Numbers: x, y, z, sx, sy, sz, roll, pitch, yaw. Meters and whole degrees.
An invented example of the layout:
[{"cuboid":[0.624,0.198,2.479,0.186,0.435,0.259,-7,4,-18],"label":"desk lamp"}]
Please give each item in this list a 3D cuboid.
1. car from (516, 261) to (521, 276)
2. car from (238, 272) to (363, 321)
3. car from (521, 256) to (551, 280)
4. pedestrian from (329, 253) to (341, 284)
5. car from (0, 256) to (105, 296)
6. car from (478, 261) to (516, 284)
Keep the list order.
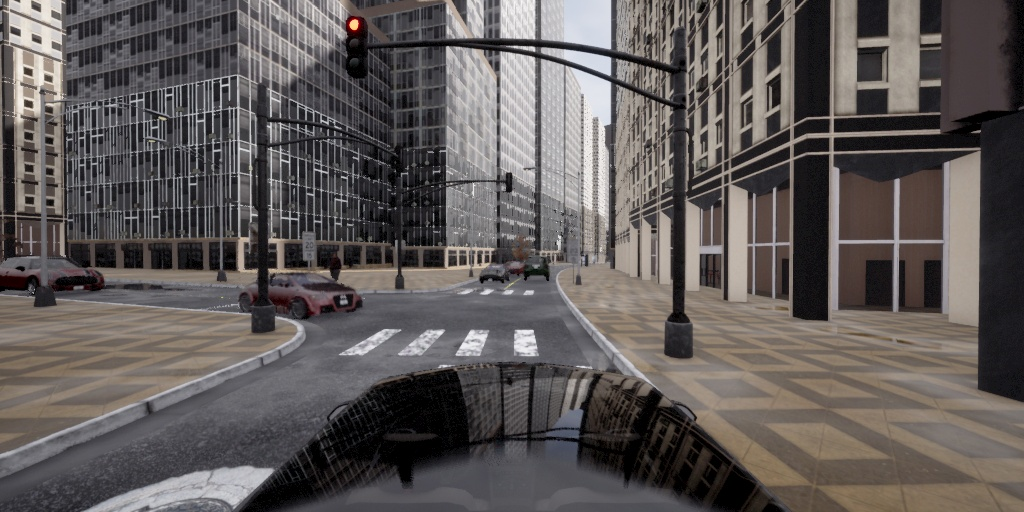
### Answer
[{"cuboid":[0.127,1.297,37.804,1.882,1.535,5.008,0,0,9],"label":"car"},{"cuboid":[-7.183,1.256,12.214,4.181,1.385,1.994,1,0,23],"label":"car"},{"cuboid":[2.288,1.022,31.915,2.150,2.045,5.566,0,0,7],"label":"car"},{"cuboid":[-9.580,0.716,19.426,0.375,1.860,0.375,0,0,16],"label":"pedestrian"},{"cuboid":[-21.770,0.826,16.854,4.553,1.767,2.097,1,1,16],"label":"car"},{"cuboid":[-1.224,1.331,28.096,2.033,1.411,5.357,0,0,7],"label":"car"}]
